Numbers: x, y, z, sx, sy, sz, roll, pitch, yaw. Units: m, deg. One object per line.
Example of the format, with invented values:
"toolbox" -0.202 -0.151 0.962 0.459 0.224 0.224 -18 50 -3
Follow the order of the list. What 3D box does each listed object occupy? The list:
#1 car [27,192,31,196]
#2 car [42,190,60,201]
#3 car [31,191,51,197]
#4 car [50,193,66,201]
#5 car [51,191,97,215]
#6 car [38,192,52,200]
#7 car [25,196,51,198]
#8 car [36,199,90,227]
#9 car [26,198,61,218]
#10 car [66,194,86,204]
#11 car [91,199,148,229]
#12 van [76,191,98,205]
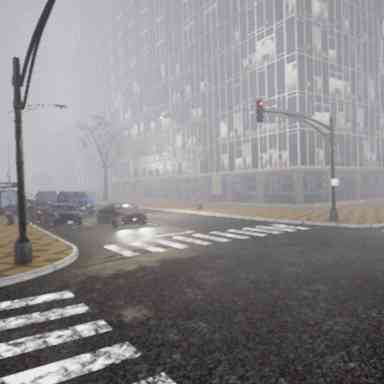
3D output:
"car" -36.669 0.780 77.896 2.008 1.369 4.403 -2 1 -34
"car" -27.055 0.638 63.813 2.192 1.841 5.009 -2 1 -34
"car" -16.249 0.887 37.733 2.150 2.045 5.566 -2 2 -34
"car" -23.844 0.936 59.125 1.802 1.307 4.206 -2 1 -34
"car" -10.212 0.942 28.879 2.150 2.045 5.566 -2 2 -34
"car" -30.259 0.732 68.508 1.967 1.590 4.097 -2 1 -34
"car" -14.777 1.353 30.906 1.947 1.339 4.313 -2 1 -34
"car" -8.427 1.414 21.476 1.947 1.339 4.313 -2 1 -34
"car" -11.619 1.400 26.181 1.802 1.307 4.206 -2 1 -34
"car" -17.432 0.998 49.738 1.802 1.307 4.206 -2 1 -34
"car" -4.340 1.337 20.297 1.994 1.385 4.181 -2 2 -34
"van" -14.231 0.787 45.040 1.690 1.788 3.998 -2 1 -34
